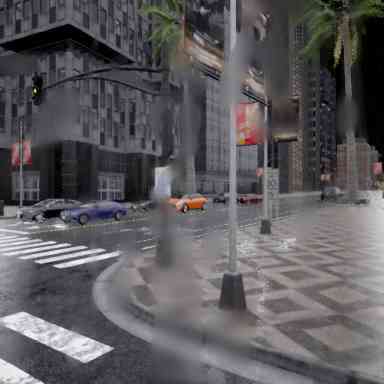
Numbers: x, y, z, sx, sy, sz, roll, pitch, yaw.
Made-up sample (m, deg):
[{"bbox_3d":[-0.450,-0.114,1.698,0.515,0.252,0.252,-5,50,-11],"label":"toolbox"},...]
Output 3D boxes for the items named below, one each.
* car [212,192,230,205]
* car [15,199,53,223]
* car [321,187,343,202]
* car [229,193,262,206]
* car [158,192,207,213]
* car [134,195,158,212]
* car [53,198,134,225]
[{"bbox_3d":[4.484,0.780,42.948,1.882,1.535,5.008,0,1,36],"label":"car"},{"bbox_3d":[-9.607,1.215,23.112,2.128,1.511,4.902,0,1,36],"label":"car"},{"bbox_3d":[20.195,0.325,47.947,2.150,2.045,5.566,0,1,35],"label":"car"},{"bbox_3d":[6.747,0.919,40.526,1.895,1.301,4.718,0,1,36],"label":"car"},{"bbox_3d":[-0.576,0.887,30.211,2.097,1.767,4.553,0,1,35],"label":"car"},{"bbox_3d":[-3.718,1.070,31.402,1.812,1.442,4.674,0,1,35],"label":"car"},{"bbox_3d":[-6.381,1.238,21.996,1.812,1.442,4.674,0,1,36],"label":"car"}]
